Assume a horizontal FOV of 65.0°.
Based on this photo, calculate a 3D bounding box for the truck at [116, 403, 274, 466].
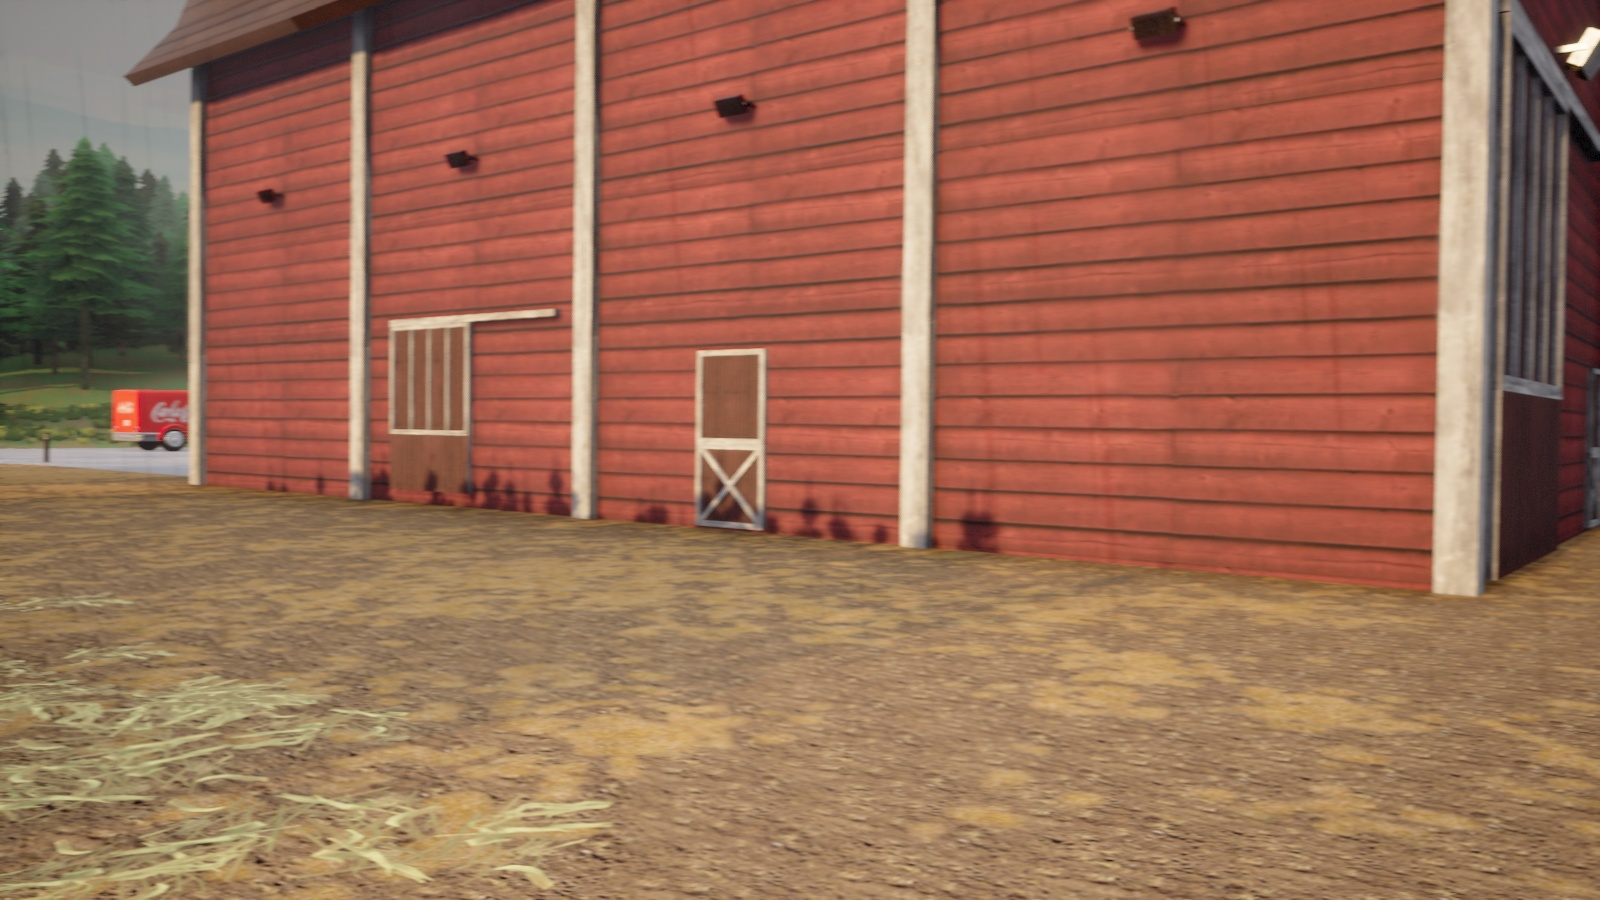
[{"bbox_3d":[-24.890,-0.663,51.789,2.627,2.467,5.204,0,2,39],"label":"truck"}]
